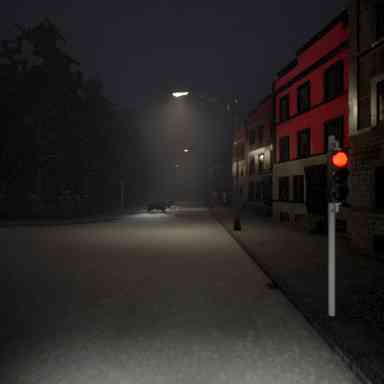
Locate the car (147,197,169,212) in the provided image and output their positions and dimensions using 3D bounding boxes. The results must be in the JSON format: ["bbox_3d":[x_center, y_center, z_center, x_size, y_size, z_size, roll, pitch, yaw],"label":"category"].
[{"bbox_3d":[-4.049,1.601,38.689,1.895,1.301,4.718,0,0,0],"label":"car"}]

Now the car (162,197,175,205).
[{"bbox_3d":[-3.996,1.600,58.083,1.895,1.301,4.718,0,0,0],"label":"car"}]

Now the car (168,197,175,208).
[{"bbox_3d":[-4.032,1.491,48.067,2.128,1.511,4.902,0,0,0],"label":"car"}]
